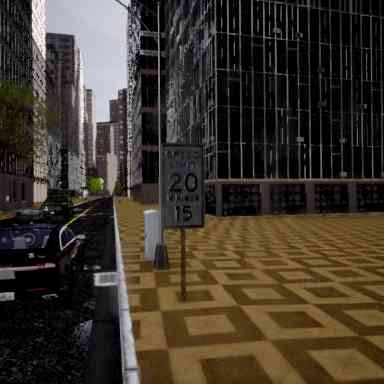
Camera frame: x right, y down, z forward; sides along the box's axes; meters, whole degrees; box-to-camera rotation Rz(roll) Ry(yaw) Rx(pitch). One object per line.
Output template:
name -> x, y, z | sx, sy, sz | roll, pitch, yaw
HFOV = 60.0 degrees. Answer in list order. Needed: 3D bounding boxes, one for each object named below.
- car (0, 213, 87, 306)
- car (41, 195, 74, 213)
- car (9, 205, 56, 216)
car -> -3.630, 1.496, 7.794 | 2.128, 1.511, 4.902 | -1, 0, -13
car -> -11.488, 1.267, 28.524 | 2.150, 2.045, 5.566 | -1, 0, -13
car -> -9.044, 1.636, 18.226 | 1.895, 1.301, 4.718 | -1, 0, -13
